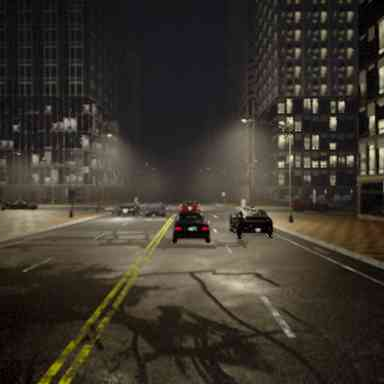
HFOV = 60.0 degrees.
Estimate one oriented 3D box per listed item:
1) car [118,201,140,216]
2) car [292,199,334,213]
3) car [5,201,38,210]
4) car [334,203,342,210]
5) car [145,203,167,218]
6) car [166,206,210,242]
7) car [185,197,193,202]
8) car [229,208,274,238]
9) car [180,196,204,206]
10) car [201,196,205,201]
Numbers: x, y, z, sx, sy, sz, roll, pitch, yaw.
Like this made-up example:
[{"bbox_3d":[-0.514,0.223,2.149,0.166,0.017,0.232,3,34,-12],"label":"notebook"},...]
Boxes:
[{"bbox_3d":[-6.830,1.797,36.402,2.128,1.511,4.902,0,-1,0],"label":"car"},{"bbox_3d":[15.800,1.879,44.795,5.009,1.841,2.192,0,0,0],"label":"car"},{"bbox_3d":[-23.130,1.830,44.968,4.313,1.339,1.947,0,0,1],"label":"car"},{"bbox_3d":[21.332,2.067,53.131,4.829,1.417,1.752,0,0,0],"label":"car"},{"bbox_3d":[-3.585,1.827,33.782,2.033,1.411,5.357,0,0,0],"label":"car"},{"bbox_3d":[-0.049,1.692,17.198,2.033,1.411,5.357,0,0,-1],"label":"car"},{"bbox_3d":[-0.825,2.086,90.851,1.994,1.385,4.181,0,0,-1],"label":"car"},{"bbox_3d":[3.186,1.643,18.590,2.128,1.511,4.902,0,0,0],"label":"car"},{"bbox_3d":[-0.203,1.631,34.079,2.097,1.767,4.553,0,0,-1],"label":"car"},{"bbox_3d":[2.425,1.885,90.852,2.097,1.767,4.553,0,0,-1],"label":"car"}]
